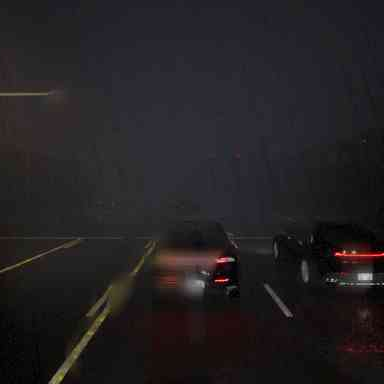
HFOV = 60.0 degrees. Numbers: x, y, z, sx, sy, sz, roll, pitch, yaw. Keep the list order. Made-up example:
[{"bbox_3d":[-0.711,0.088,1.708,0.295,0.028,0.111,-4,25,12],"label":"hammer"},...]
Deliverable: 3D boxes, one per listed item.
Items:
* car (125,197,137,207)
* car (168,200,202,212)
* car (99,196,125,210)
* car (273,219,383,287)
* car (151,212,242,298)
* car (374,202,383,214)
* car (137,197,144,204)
[{"bbox_3d":[-10.435,1.526,52.865,1.812,1.442,4.674,0,0,1],"label":"car"},{"bbox_3d":[-0.661,1.526,32.789,1.812,1.442,4.674,1,0,26],"label":"car"},{"bbox_3d":[-10.468,1.352,42.785,2.097,1.767,4.553,0,0,0],"label":"car"},{"bbox_3d":[3.605,1.505,9.297,1.837,1.490,4.892,0,0,1],"label":"car"},{"bbox_3d":[0.100,1.492,8.535,2.128,1.511,4.902,0,0,0],"label":"car"},{"bbox_3d":[18.122,1.061,28.324,4.902,1.511,2.128,-5,0,0],"label":"car"},{"bbox_3d":[-10.371,1.564,63.809,1.994,1.385,4.181,0,0,0],"label":"car"}]
